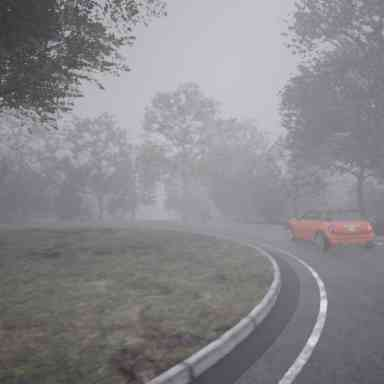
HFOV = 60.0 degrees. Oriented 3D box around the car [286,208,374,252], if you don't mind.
[{"bbox_3d":[5.887,1.486,14.833,2.097,1.767,4.553,-1,-1,-6],"label":"car"}]
